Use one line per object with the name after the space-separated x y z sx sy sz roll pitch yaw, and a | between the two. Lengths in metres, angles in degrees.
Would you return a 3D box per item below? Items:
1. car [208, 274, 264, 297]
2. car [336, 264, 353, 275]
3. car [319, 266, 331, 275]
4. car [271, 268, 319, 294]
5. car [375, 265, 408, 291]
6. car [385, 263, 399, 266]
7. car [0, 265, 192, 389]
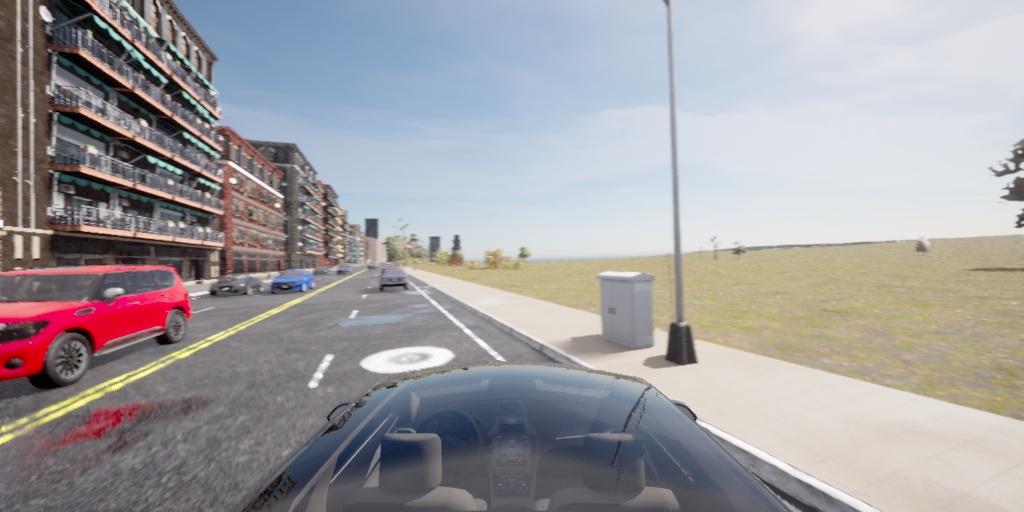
-18.245 1.881 23.880 1.994 1.385 4.181 -1 0 -19 | car
-26.492 2.040 56.932 2.097 1.767 4.553 -1 0 -19 | car
-29.524 2.318 55.772 1.994 1.385 4.181 -1 0 -19 | car
-15.240 1.728 25.127 1.882 1.535 5.008 -1 -1 -19 | car
-8.406 1.633 25.516 2.033 1.411 5.357 -1 0 -19 | car
-15.028 1.822 44.334 1.882 1.535 5.008 -1 0 -19 | car
-9.081 1.227 7.408 2.150 2.045 5.566 -1 -1 -19 | car
